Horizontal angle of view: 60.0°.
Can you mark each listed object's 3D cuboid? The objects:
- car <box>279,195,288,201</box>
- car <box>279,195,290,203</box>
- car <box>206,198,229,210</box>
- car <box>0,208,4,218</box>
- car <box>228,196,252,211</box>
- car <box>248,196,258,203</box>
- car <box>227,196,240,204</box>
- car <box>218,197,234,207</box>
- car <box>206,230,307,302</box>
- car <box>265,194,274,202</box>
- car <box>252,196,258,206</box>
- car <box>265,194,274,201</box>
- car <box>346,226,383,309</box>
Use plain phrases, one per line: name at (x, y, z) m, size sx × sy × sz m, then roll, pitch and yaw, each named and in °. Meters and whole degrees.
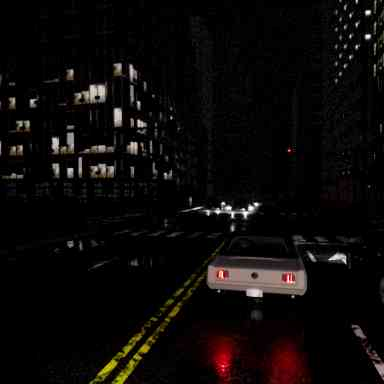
car at (21.972, 1.352, 79.805) m, size 1.895 × 1.301 × 4.718 m, roll 0°, pitch 0°, yaw 13°
car at (19.565, 1.471, 69.639) m, size 2.033 × 1.411 × 5.357 m, roll 0°, pitch 0°, yaw 13°
car at (3.179, 1.522, 43.192) m, size 2.033 × 1.411 × 5.357 m, roll 0°, pitch 0°, yaw 13°
car at (-17.291, 1.434, 26.715) m, size 4.313 × 1.339 × 1.947 m, roll 1°, pitch 1°, yaw 14°
car at (5.945, 1.502, 40.747) m, size 1.812 × 1.442 × 4.674 m, roll 0°, pitch 0°, yaw 13°
car at (12.531, 1.546, 68.154) m, size 1.895 × 1.301 × 4.718 m, roll 0°, pitch 0°, yaw 13°
car at (7.964, 1.458, 63.182) m, size 1.837 × 1.490 × 4.892 m, roll 0°, pitch 0°, yaw 14°
car at (5.520, 1.565, 53.056) m, size 1.895 × 1.301 × 4.718 m, roll 0°, pitch 0°, yaw 13°
car at (1.716, 1.597, 8.364) m, size 1.895 × 1.301 × 4.718 m, roll 0°, pitch 0°, yaw 14°
car at (16.506, 1.527, 70.824) m, size 1.895 × 1.301 × 4.718 m, roll 0°, pitch 0°, yaw 13°
car at (8.915, 1.455, 53.276) m, size 2.128 × 1.511 × 4.902 m, roll 0°, pitch 0°, yaw 13°
car at (18.802, 1.283, 80.526) m, size 2.128 × 1.511 × 4.902 m, roll 0°, pitch 0°, yaw 13°
car at (4.844, 1.501, 7.458) m, size 1.837 × 1.490 × 4.892 m, roll 0°, pitch 0°, yaw 13°
